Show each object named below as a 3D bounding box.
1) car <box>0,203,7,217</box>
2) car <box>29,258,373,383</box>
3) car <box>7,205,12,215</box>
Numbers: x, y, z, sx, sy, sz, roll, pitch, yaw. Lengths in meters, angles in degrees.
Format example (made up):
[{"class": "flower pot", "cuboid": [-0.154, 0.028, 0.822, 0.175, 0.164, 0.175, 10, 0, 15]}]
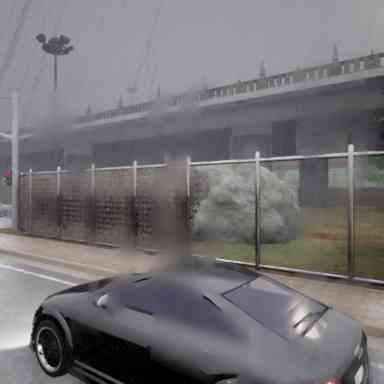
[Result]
[{"class": "car", "cuboid": [-7.834, 1.220, 9.552, 5.566, 2.045, 2.150, 0, 0, 36]}, {"class": "car", "cuboid": [-0.155, 1.564, 4.101, 4.181, 1.385, 1.994, 0, 0, 36]}, {"class": "car", "cuboid": [-18.614, 1.576, 29.849, 1.812, 1.442, 4.674, 0, 0, 35]}]
